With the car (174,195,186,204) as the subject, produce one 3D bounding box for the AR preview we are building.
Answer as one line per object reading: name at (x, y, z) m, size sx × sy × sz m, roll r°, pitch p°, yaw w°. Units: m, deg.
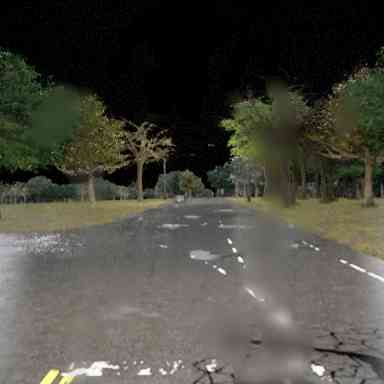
car at (-2.109, 1.307, 58.805) m, size 2.128 × 1.511 × 4.902 m, roll -1°, pitch 1°, yaw 2°
